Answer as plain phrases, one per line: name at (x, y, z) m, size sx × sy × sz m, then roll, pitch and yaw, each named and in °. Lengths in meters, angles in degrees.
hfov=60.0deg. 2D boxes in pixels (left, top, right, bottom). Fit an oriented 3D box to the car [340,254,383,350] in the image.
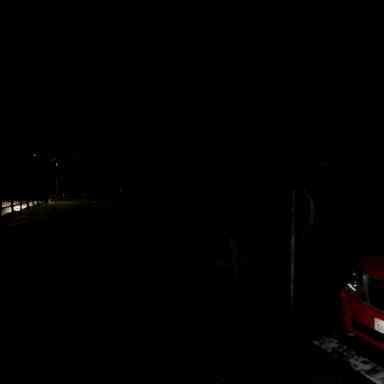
car at (4.881, 1.225, 4.660) m, size 5.566 × 2.045 × 2.150 m, roll 0°, pitch 0°, yaw -17°
